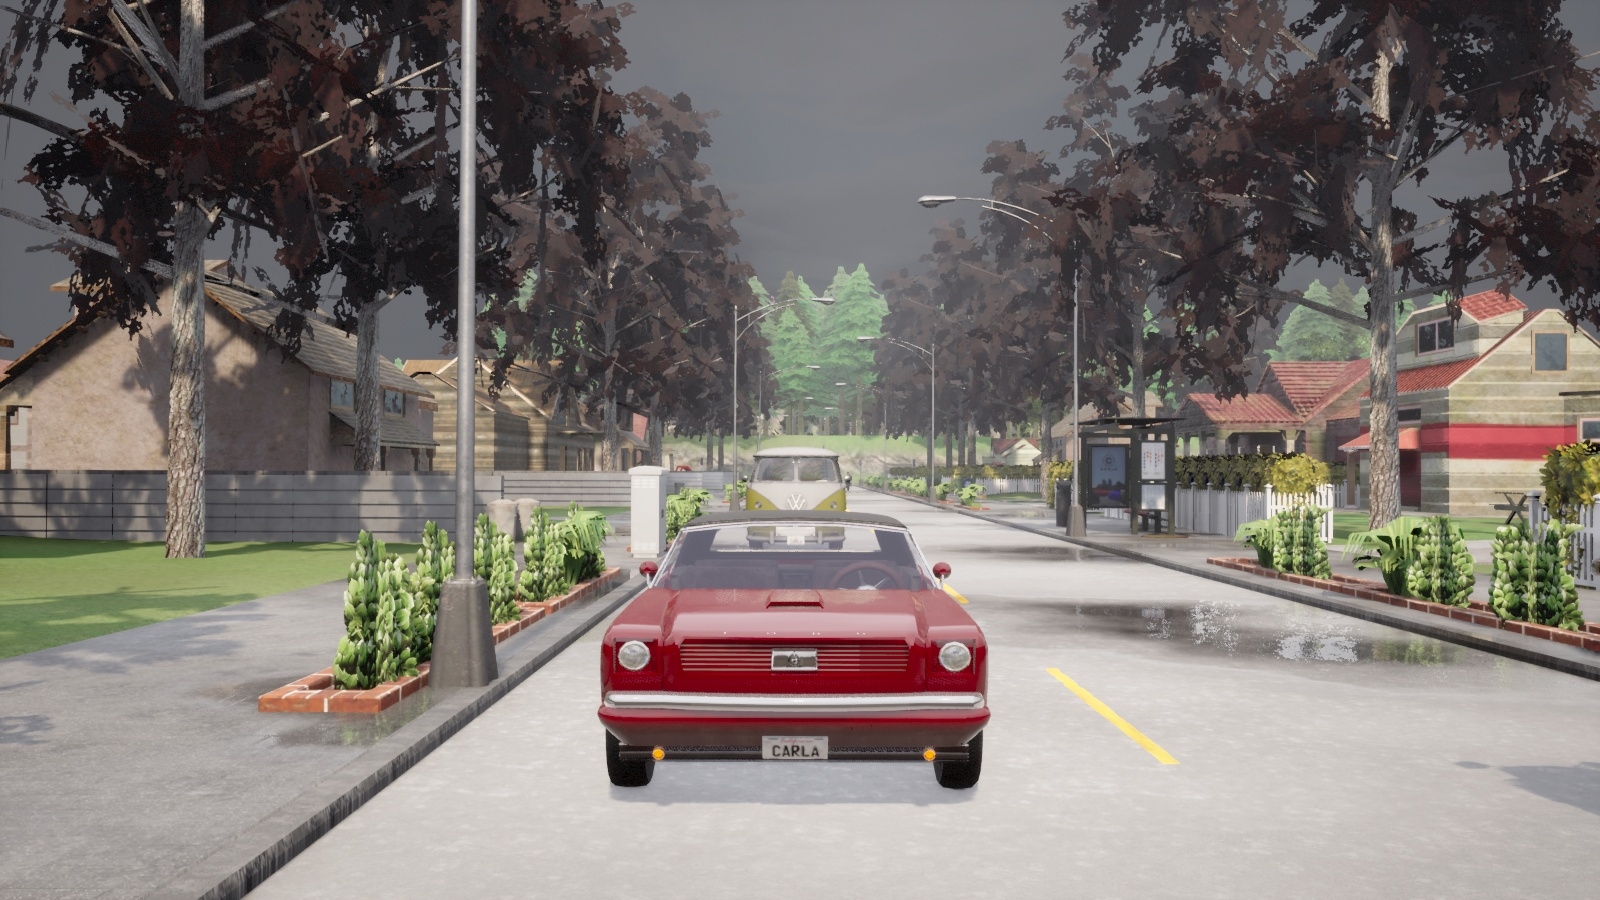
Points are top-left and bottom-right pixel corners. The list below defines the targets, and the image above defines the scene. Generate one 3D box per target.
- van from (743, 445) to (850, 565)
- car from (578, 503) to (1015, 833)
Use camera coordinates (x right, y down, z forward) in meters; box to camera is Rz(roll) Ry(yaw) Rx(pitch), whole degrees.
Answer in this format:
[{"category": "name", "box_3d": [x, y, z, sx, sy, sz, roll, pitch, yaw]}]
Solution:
[{"category": "van", "box_3d": [-0.064, 0.954, 23.056, 1.775, 1.987, 4.442, 0, -1, 0]}, {"category": "car", "box_3d": [-0.021, 1.046, 7.809, 1.895, 1.301, 4.718, 0, -1, 0]}]
